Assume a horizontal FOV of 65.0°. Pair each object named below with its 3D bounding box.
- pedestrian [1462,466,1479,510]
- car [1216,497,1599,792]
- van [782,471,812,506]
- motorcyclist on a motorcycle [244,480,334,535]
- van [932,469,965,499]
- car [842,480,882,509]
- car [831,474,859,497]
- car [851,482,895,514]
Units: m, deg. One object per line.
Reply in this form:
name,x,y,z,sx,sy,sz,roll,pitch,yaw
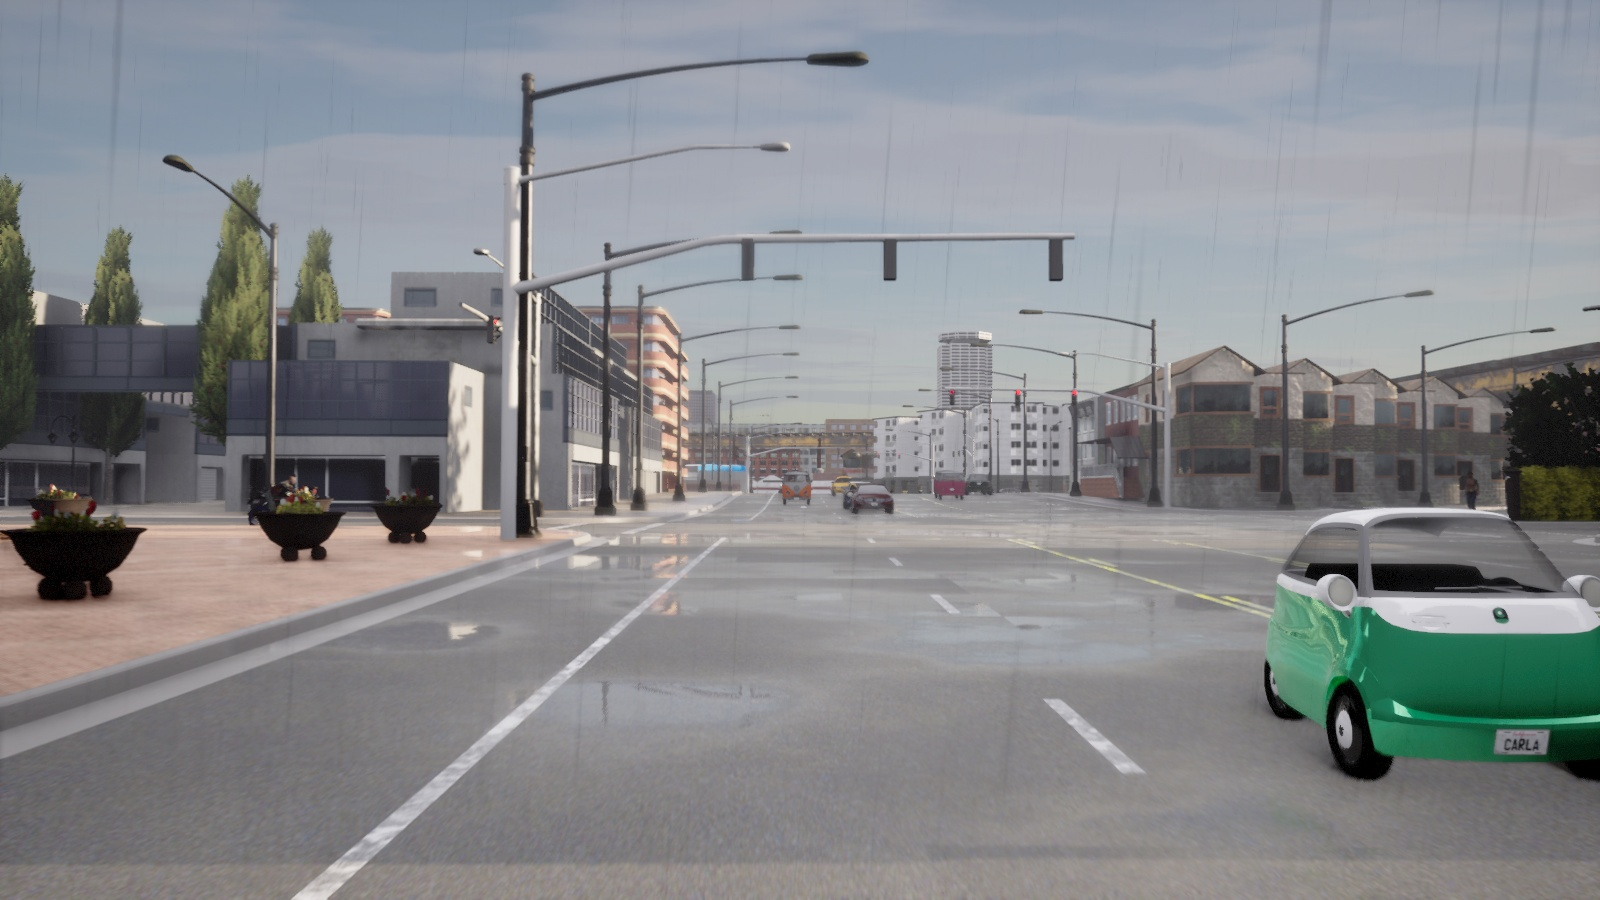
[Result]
pedestrian,27.989,1.596,52.433,0.869,1.805,0.328,1,-2,-42
car,3.483,0.977,7.145,1.481,1.376,2.207,0,-1,0
van,-0.181,2.316,76.411,1.775,1.987,4.442,0,0,0
motorcyclist on a motorcycle,-14.533,1.626,35.749,2.191,1.530,0.866,0,-2,0
van,10.293,2.326,87.229,1.775,1.987,4.442,0,0,0
car,3.337,2.410,68.667,1.970,1.475,3.806,0,-1,0
car,3.293,2.573,92.718,1.801,1.575,5.366,0,-1,0
car,3.402,2.233,59.048,1.812,1.442,4.674,0,-2,1
